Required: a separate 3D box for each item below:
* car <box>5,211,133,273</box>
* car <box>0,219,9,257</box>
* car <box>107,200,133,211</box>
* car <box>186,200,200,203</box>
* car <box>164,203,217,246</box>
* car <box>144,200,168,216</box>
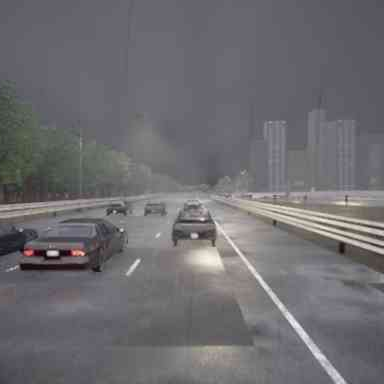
[{"bbox_3d":[-3.404,1.548,10.642,2.033,1.411,5.357,0,0,0],"label":"car"},{"bbox_3d":[-6.904,1.548,10.604,2.033,1.411,5.357,0,0,0],"label":"car"},{"bbox_3d":[-6.912,1.506,32.198,1.837,1.490,4.892,0,0,0],"label":"car"},{"bbox_3d":[0.088,1.527,33.167,1.812,1.442,4.674,0,0,0],"label":"car"},{"bbox_3d":[0.095,1.492,15.329,2.128,1.511,4.902,0,0,0],"label":"car"},{"bbox_3d":[-3.412,1.493,32.051,2.128,1.511,4.902,0,0,0],"label":"car"}]
